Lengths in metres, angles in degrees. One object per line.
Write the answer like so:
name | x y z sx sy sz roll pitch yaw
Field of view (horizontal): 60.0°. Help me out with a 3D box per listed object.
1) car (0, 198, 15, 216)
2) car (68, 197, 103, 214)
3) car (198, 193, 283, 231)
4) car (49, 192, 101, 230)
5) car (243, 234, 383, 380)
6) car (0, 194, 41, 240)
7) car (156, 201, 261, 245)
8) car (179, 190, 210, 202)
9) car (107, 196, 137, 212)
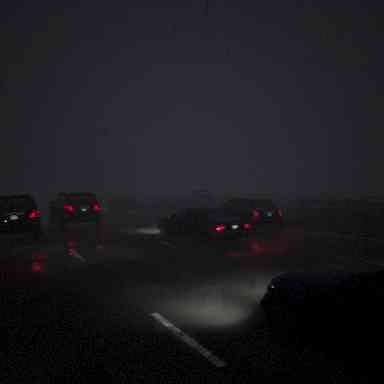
car | -17.904 1.369 31.194 1.994 1.385 4.181 -1 1 -31
car | -10.523 1.248 32.515 2.033 1.411 5.357 -1 1 -31
car | 2.577 1.088 17.611 2.097 1.767 4.553 -1 1 -31
car | -7.224 1.040 20.287 2.150 2.045 5.566 -1 1 -31
car | 2.827 1.438 3.680 1.812 1.442 4.674 -1 1 -31
car | -8.594 1.114 15.768 2.150 2.045 5.566 -1 1 -32
car | 0.306 1.349 14.607 2.033 1.411 5.357 -1 1 -31
car | 0.505 0.710 38.074 3.866 1.878 1.905 -1 1 -31
car | -7.188 1.122 33.760 1.882 1.535 5.008 -1 1 -31
